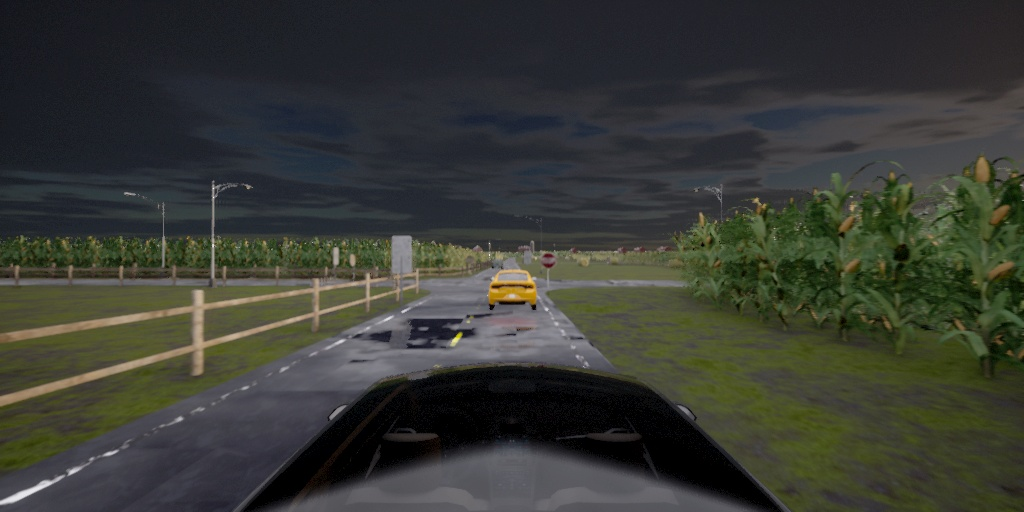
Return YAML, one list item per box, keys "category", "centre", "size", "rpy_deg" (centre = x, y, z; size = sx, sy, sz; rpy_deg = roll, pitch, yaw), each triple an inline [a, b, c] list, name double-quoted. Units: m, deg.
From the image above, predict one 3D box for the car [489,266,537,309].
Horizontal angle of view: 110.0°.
- category: "car"
  centre: [0.074, 1.358, 15.772]
  size: [1.882, 1.535, 5.008]
  rpy_deg: [0, -1, 2]
